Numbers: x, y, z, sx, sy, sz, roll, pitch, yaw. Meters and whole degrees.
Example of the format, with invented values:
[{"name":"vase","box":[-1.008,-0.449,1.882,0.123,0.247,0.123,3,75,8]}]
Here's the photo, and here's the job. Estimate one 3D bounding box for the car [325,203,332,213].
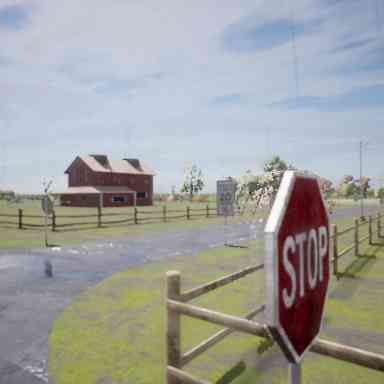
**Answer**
[{"name":"car","box":[18.310,2.282,46.823,1.882,1.535,5.008,-1,-1,35]}]
